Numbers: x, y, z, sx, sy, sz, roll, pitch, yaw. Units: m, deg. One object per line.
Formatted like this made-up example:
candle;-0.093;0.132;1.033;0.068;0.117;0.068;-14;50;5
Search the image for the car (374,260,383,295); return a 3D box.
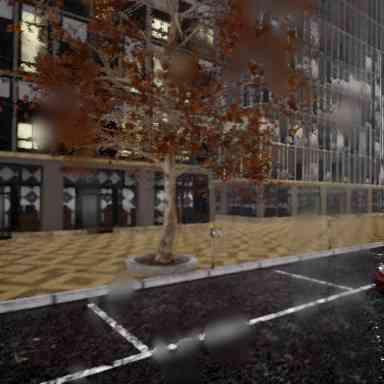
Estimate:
car;6.116;1.626;7.722;4.674;1.442;1.812;1;0;-36
